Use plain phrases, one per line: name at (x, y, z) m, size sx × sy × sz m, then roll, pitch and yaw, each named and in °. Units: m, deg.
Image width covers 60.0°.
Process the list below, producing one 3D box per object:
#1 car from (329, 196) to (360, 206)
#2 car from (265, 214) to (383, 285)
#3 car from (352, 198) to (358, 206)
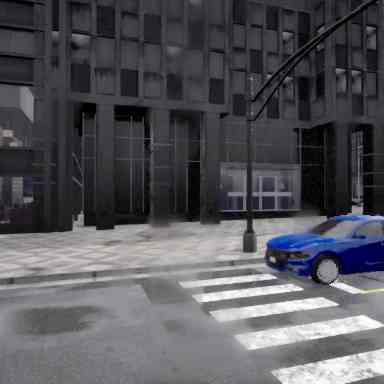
car at (22.513, 1.326, 49.276) m, size 1.994 × 1.385 × 4.181 m, roll 0°, pitch -1°, yaw -16°
car at (4.427, 1.397, 9.082) m, size 5.008 × 1.535 × 1.882 m, roll -1°, pitch 0°, yaw -16°
car at (20.205, 1.331, 45.887) m, size 1.895 × 1.301 × 4.718 m, roll 0°, pitch -1°, yaw -17°
